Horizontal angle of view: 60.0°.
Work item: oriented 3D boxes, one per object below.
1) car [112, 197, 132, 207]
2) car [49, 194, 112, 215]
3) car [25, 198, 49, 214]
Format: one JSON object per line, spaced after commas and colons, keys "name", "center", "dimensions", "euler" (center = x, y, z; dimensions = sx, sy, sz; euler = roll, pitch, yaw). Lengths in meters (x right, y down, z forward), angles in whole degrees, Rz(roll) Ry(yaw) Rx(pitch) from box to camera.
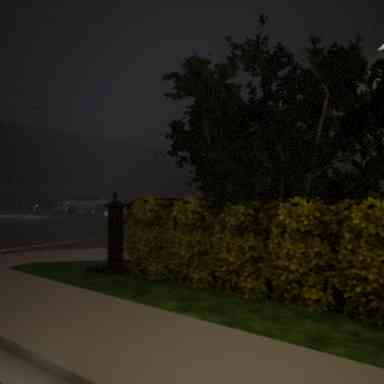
{"name": "car", "center": [-9.887, 1.420, 42.783], "dimensions": [1.882, 1.535, 5.008], "euler": [0, 1, 35]}
{"name": "car", "center": [-11.420, 1.214, 34.511], "dimensions": [2.150, 2.045, 5.566], "euler": [0, 0, 35]}
{"name": "car", "center": [-15.183, 1.361, 35.240], "dimensions": [2.097, 1.767, 4.553], "euler": [0, 0, 35]}
